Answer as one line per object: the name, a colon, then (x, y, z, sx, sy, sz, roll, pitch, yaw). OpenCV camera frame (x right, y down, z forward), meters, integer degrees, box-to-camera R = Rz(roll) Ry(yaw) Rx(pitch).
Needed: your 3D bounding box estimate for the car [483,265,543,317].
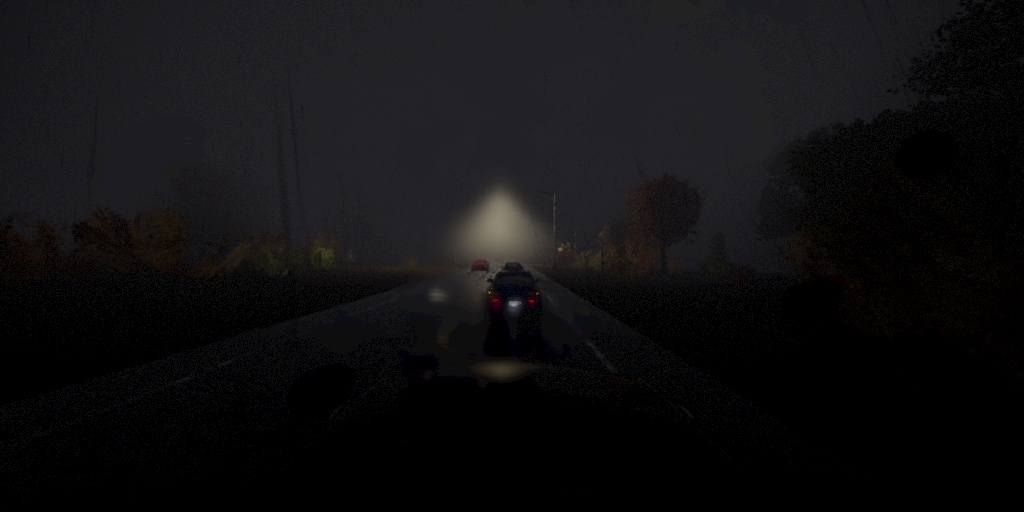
car: (0.081, 1.229, 12.766, 1.812, 1.442, 4.674, 0, 0, 0)

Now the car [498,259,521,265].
car: (0.076, 1.204, 27.999, 1.994, 1.385, 4.181, 0, 0, 0)

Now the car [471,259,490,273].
car: (-3.608, 1.068, 41.438, 1.882, 1.535, 5.008, 0, 0, 0)
